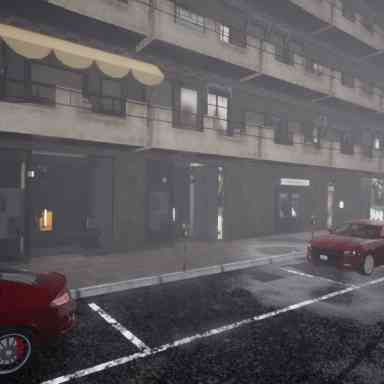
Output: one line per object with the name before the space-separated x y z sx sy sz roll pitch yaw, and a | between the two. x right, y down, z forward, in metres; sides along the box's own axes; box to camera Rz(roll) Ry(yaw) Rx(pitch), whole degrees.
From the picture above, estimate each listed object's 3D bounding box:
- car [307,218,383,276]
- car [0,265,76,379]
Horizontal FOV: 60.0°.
car | 5.443 1.548 10.405 4.507 1.381 1.887 0 1 -35
car | -3.600 1.582 3.978 4.206 1.307 1.802 0 1 -35
